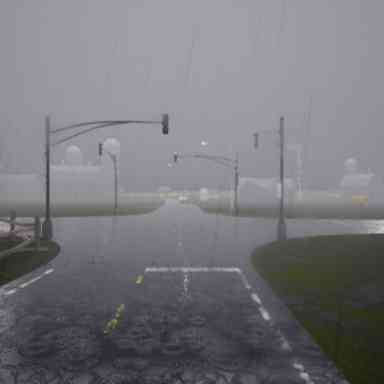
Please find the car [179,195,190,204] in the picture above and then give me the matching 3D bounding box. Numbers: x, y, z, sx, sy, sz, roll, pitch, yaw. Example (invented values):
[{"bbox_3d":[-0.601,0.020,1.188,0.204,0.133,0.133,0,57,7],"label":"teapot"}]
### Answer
[{"bbox_3d":[-1.633,1.959,76.212,1.812,1.442,4.674,0,0,-3],"label":"car"}]
